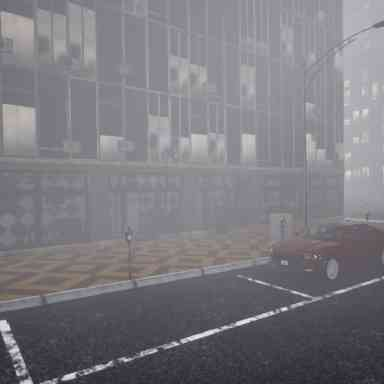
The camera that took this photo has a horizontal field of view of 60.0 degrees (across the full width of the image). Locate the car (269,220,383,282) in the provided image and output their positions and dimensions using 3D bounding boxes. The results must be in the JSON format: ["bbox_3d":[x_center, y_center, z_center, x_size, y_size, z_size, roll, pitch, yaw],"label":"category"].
[{"bbox_3d":[4.164,1.542,9.725,4.507,1.381,1.887,0,-1,-36],"label":"car"}]

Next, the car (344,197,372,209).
[{"bbox_3d":[18.697,1.275,39.608,1.752,1.417,4.829,-1,1,-35],"label":"car"}]
